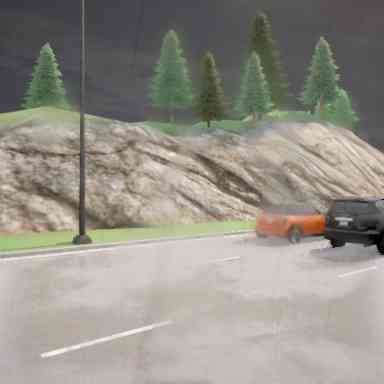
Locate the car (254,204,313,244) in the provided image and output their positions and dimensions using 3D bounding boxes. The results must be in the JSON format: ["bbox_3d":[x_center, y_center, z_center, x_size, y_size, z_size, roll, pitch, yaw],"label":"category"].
[{"bbox_3d":[5.191,1.351,16.068,4.553,1.767,2.097,0,0,-36],"label":"car"}]

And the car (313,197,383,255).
[{"bbox_3d":[7.619,1.222,13.503,5.566,2.045,2.150,0,0,-36],"label":"car"}]
